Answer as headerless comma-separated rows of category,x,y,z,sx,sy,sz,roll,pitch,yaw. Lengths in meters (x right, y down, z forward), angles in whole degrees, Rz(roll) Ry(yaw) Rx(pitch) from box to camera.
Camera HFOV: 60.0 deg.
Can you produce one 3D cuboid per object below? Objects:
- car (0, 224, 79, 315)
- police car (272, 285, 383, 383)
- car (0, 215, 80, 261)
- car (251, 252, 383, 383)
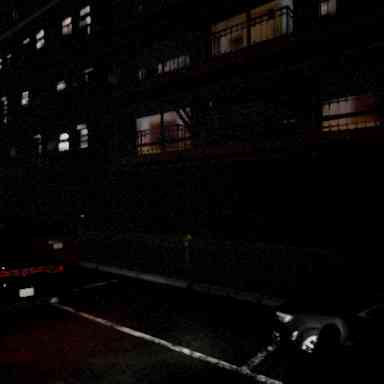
car,-4.833,1.720,7.727,5.008,1.535,1.882,-2,-3,42
police car,3.114,1.532,1.732,5.238,1.638,1.930,-1,-3,38
car,-5.741,1.662,10.989,5.009,1.841,2.192,-1,-3,38
car,3.191,1.745,4.106,4.403,1.369,2.008,-1,-3,38
